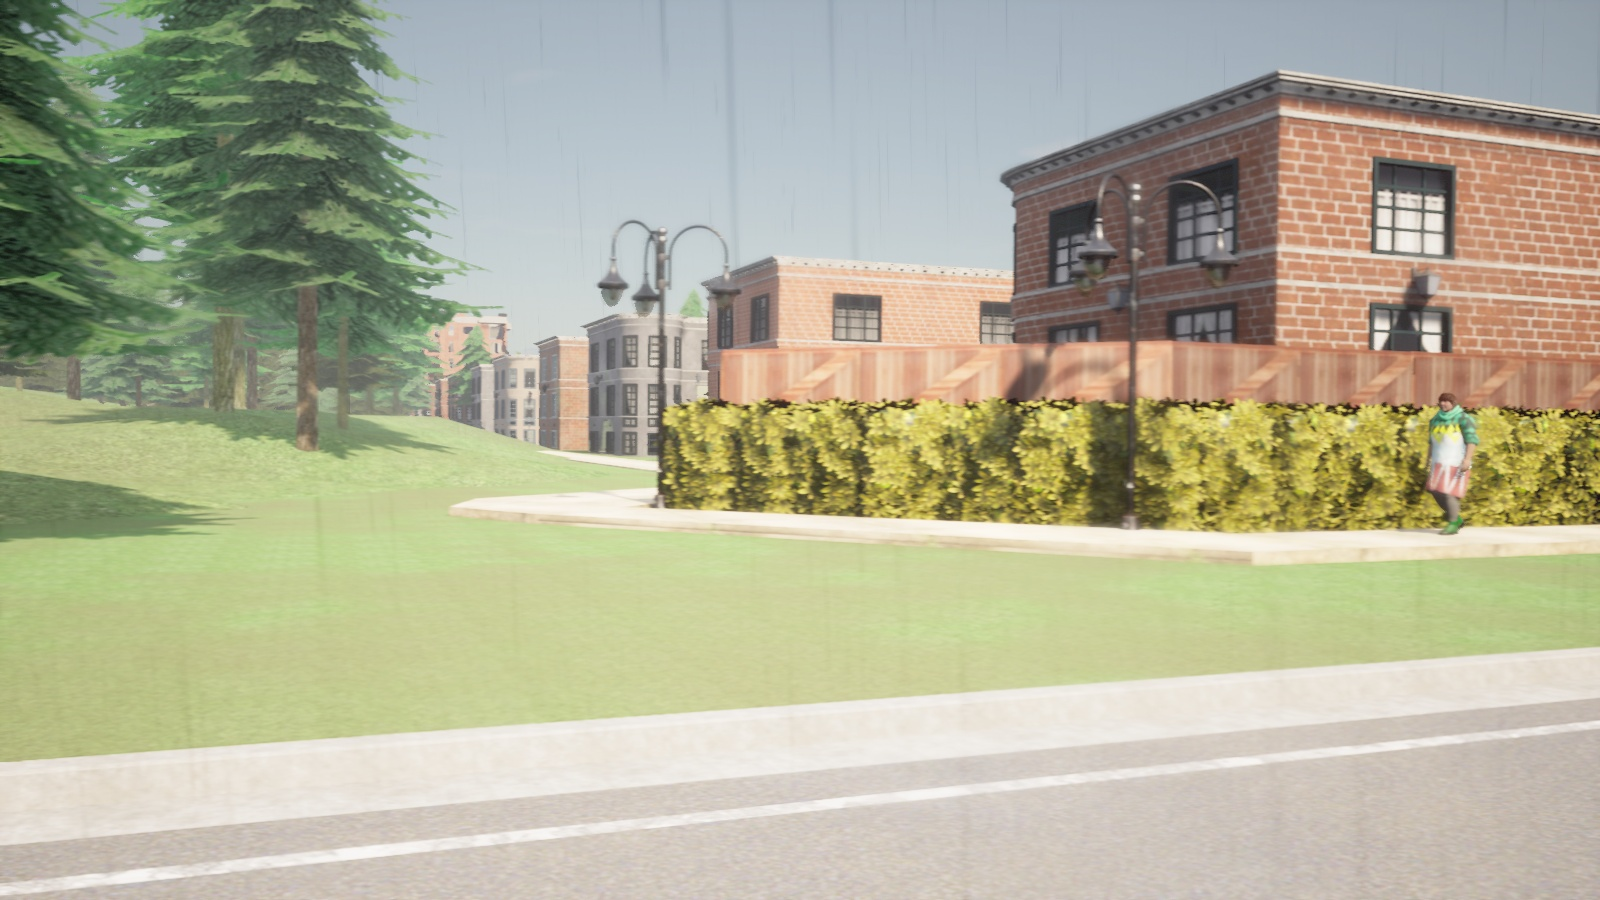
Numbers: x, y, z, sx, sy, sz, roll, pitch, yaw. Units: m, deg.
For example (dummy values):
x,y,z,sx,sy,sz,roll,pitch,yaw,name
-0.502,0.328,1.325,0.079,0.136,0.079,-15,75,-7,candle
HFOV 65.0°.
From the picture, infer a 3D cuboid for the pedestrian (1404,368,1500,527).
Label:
x,y,z,sx,sy,sz,roll,pitch,yaw,name
8.234,-0.041,15.878,0.873,1.952,0.659,-1,1,-21,pedestrian
